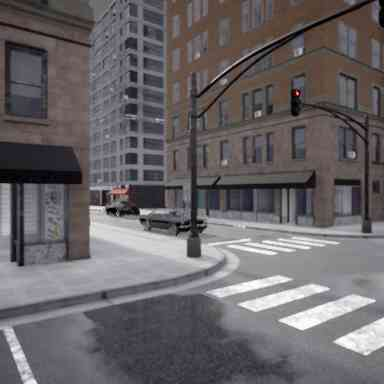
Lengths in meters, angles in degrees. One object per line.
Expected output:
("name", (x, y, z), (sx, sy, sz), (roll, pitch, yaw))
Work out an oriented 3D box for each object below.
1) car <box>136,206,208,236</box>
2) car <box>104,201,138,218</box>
("car", (-1.144, 1.660, 19.008), (1.895, 1.301, 4.718), (0, 0, -36))
("car", (-6.788, 1.593, 31.862), (1.882, 1.535, 5.008), (0, 0, -36))
